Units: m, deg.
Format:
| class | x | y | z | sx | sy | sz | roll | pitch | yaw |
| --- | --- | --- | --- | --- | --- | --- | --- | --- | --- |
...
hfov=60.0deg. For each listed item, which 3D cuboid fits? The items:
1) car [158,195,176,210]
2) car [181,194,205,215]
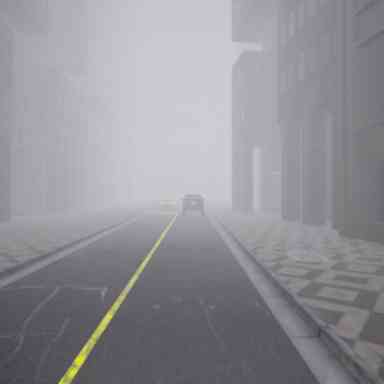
| class | x | y | z | sx | sy | sz | roll | pitch | yaw |
| --- | --- | --- | --- | --- | --- | --- | --- | --- | --- |
| car | -2.987 | 1.464 | 42.055 | 1.882 | 1.535 | 5.008 | 0 | 0 | 0 |
| car | 0.111 | 1.218 | 33.907 | 2.150 | 2.045 | 5.566 | 0 | 0 | 0 |
